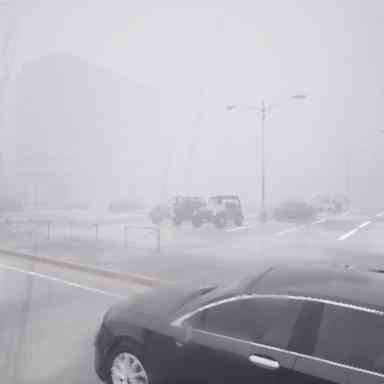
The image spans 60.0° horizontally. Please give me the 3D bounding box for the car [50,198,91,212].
[{"bbox_3d":[-14.384,1.489,39.468,2.128,1.511,4.902,0,0,34],"label":"car"}]

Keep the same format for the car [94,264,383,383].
[{"bbox_3d":[1.094,1.504,3.213,4.892,1.490,1.837,0,0,36],"label":"car"}]

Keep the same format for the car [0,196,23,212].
[{"bbox_3d":[-20.957,1.350,35.972,2.097,1.767,4.553,0,0,34],"label":"car"}]

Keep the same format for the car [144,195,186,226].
[{"bbox_3d":[-0.699,1.153,21.926,1.932,1.855,4.605,0,0,34],"label":"car"}]

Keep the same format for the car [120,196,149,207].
[{"bbox_3d":[-9.178,1.502,53.443,1.837,1.490,4.892,0,0,34],"label":"car"}]

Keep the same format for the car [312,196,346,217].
[{"bbox_3d":[13.710,1.395,33.194,1.970,1.475,3.806,0,0,34],"label":"car"}]

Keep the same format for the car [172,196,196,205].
[{"bbox_3d":[-1.405,1.523,58.625,1.812,1.442,4.674,0,0,34],"label":"car"}]

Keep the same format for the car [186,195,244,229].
[{"bbox_3d":[1.666,1.156,20.256,1.905,1.878,3.866,0,0,34],"label":"car"}]

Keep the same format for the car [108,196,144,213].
[{"bbox_3d":[-7.140,1.503,37.366,1.837,1.490,4.892,0,0,34],"label":"car"}]
